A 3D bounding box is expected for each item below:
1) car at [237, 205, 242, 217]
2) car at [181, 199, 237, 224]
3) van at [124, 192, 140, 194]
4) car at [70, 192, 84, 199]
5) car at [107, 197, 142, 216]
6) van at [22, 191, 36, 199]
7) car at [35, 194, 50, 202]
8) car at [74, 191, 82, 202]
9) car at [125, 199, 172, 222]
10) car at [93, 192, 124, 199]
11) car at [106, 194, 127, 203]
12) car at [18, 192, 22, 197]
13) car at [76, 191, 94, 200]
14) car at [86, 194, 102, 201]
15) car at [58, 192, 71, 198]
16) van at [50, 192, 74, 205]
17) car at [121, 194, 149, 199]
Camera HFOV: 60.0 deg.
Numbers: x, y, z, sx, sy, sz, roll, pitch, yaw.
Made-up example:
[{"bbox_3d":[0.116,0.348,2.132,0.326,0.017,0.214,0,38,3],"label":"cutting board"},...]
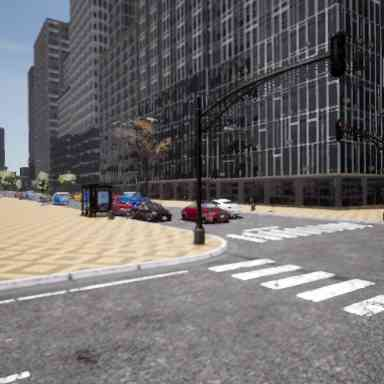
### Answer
[{"bbox_3d":[2.184,1.341,27.901,1.812,1.442,4.674,-1,1,-34],"label":"car"},{"bbox_3d":[0.940,1.447,24.060,1.994,1.385,4.181,-1,1,-34],"label":"car"},{"bbox_3d":[-8.944,0.907,48.807,1.690,1.788,3.998,0,1,-34],"label":"van"},{"bbox_3d":[-24.973,0.739,72.274,1.967,1.590,4.097,0,1,-34],"label":"car"},{"bbox_3d":[-6.340,1.422,29.944,1.802,1.307,4.206,0,1,-34],"label":"car"},{"bbox_3d":[-35.099,0.704,72.241,1.690,1.788,3.998,0,1,-34],"label":"van"},{"bbox_3d":[-25.482,1.075,58.163,2.008,1.369,4.403,0,1,-34],"label":"car"},{"bbox_3d":[-19.563,0.940,59.747,1.882,1.535,5.008,-1,1,-34],"label":"car"},{"bbox_3d":[-3.148,1.457,25.239,1.947,1.339,4.313,0,1,-34],"label":"car"},{"bbox_3d":[-10.962,0.913,41.499,2.150,2.045,5.566,-1,1,-34],"label":"car"},{"bbox_3d":[-12.150,1.095,53.503,1.802,1.307,4.206,0,1,-34],"label":"car"},{"bbox_3d":[-38.304,0.749,76.934,1.967,1.590,4.097,0,1,-34],"label":"car"},{"bbox_3d":[-21.767,0.667,67.580,2.192,1.841,5.009,0,1,-34],"label":"car"},{"bbox_3d":[-18.562,0.988,62.890,1.802,1.307,4.206,0,1,-34],"label":"car"},{"bbox_3d":[-31.385,0.741,81.661,2.008,1.369,4.403,0,1,-34],"label":"car"},{"bbox_3d":[-19.069,0.972,48.775,1.690,1.788,3.998,0,1,-34],"label":"van"},{"bbox_3d":[-4.962,1.266,32.704,1.882,1.535,5.008,-1,1,-34],"label":"car"}]
